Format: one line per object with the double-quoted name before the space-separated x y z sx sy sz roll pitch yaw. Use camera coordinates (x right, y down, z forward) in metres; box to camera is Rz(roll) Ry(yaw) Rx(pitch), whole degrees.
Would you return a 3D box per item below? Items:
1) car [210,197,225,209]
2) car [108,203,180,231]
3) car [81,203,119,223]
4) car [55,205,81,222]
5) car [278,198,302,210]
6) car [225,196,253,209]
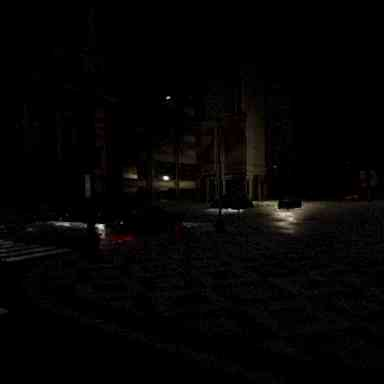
"car" 4.420 1.482 47.865 2.097 1.767 4.553 -1 0 36
"car" -2.683 1.564 20.843 1.812 1.442 4.674 -1 -1 35
"car" -6.290 1.661 27.169 1.812 1.442 4.674 -1 0 35
"car" -9.032 1.736 28.919 2.033 1.411 5.357 -1 -1 35
"car" 12.527 1.463 42.331 2.128 1.511 4.902 -1 -1 35
"car" 6.763 1.644 45.550 1.994 1.385 4.181 -1 -1 36
